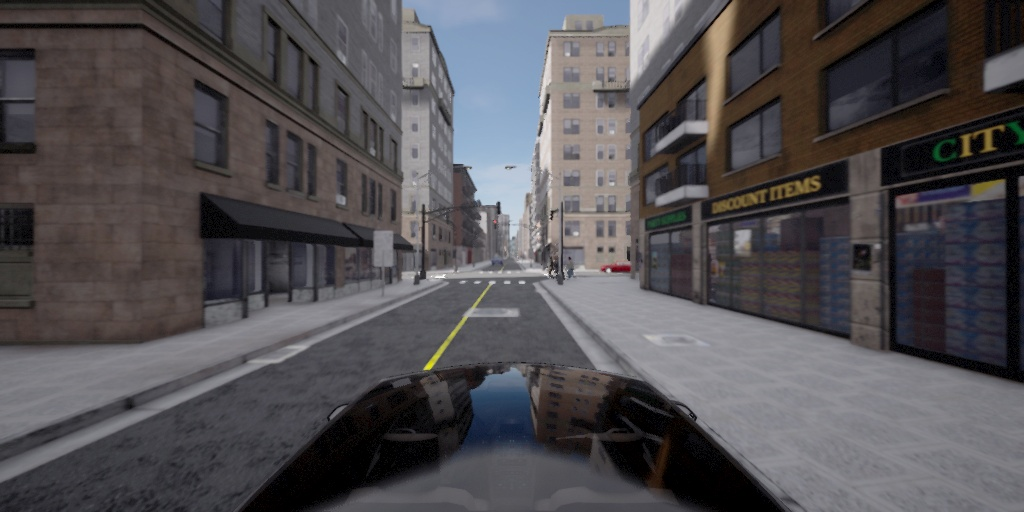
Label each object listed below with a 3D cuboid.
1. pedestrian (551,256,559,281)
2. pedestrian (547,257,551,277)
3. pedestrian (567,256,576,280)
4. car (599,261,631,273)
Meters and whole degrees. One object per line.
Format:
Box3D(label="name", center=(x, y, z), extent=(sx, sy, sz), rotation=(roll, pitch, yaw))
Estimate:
Box3D(label="pedestrian", center=(3.257, 0.896, 26.034), extent=(0.375, 1.860, 0.375), rotation=(0, 0, 0))
Box3D(label="pedestrian", center=(2.993, 0.894, 27.234), extent=(0.375, 1.860, 0.375), rotation=(0, 0, 0))
Box3D(label="pedestrian", center=(4.340, 0.890, 26.634), extent=(0.375, 1.860, 0.375), rotation=(0, 0, 0))
Box3D(label="car", center=(12.137, 1.198, 40.511), extent=(4.507, 1.381, 1.888), rotation=(0, 0, 0))
